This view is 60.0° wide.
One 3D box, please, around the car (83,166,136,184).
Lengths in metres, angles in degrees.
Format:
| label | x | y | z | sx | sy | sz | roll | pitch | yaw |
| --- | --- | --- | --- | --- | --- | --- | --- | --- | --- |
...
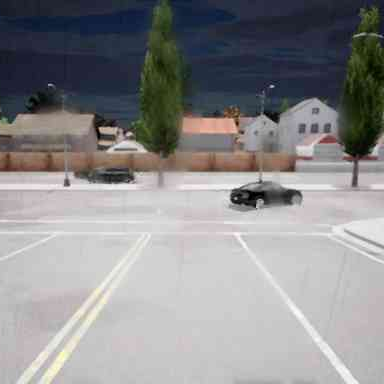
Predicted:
| label | x | y | z | sx | sy | sz | roll | pitch | yaw |
| --- | --- | --- | --- | --- | --- | --- | --- | --- | --- |
| car | -7.950 | -1.793 | 32.994 | 4.553 | 1.767 | 2.097 | 0 | 8 | -1 |

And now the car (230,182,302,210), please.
| label | x | y | z | sx | sy | sz | roll | pitch | yaw |
| --- | --- | --- | --- | --- | --- | --- | --- | --- | --- |
| car | 4.767 | 0.087 | 20.989 | 5.008 | 1.535 | 1.882 | -4 | 8 | -29 |

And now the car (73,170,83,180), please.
| label | x | y | z | sx | sy | sz | roll | pitch | yaw |
| --- | --- | --- | --- | --- | --- | --- | --- | --- | --- |
| car | -10.454 | -2.058 | 36.444 | 4.718 | 1.301 | 1.895 | 0 | 8 | -1 |
